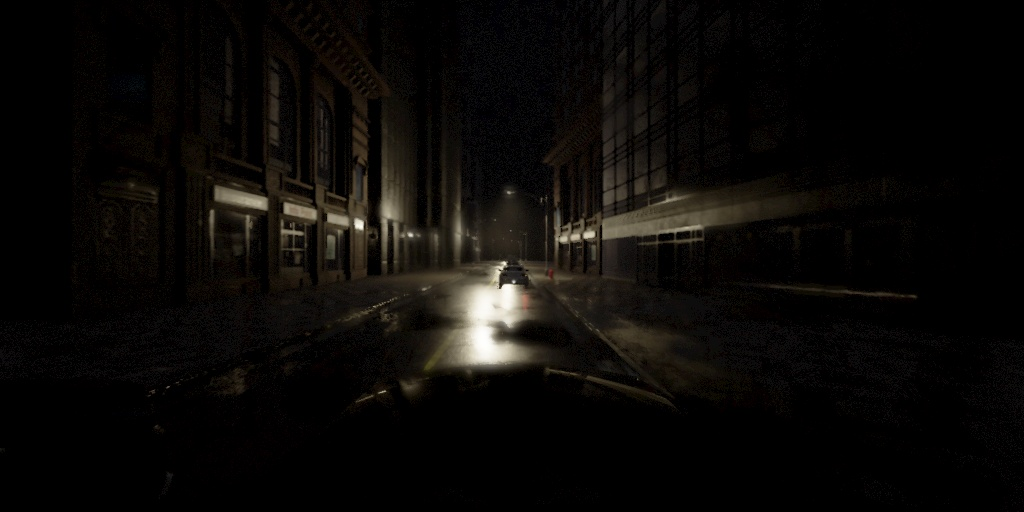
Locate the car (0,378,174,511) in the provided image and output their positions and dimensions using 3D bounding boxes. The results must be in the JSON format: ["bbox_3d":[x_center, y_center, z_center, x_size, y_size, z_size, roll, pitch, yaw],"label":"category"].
[{"bbox_3d":[-3.096,1.241,0.197,2.128,1.511,4.902,0,0,0],"label":"car"}]

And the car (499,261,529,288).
[{"bbox_3d":[0.107,1.282,23.494,1.812,1.442,4.674,0,0,0],"label":"car"}]
